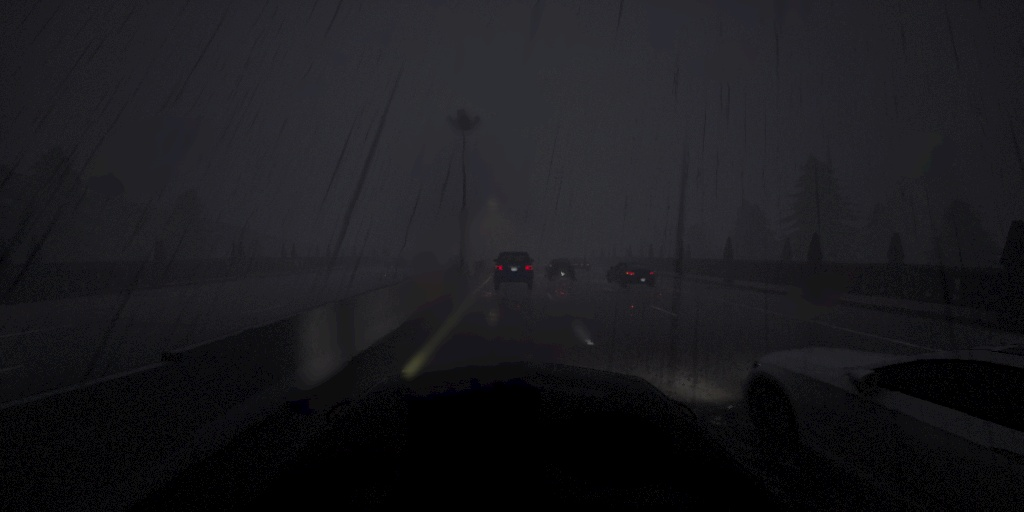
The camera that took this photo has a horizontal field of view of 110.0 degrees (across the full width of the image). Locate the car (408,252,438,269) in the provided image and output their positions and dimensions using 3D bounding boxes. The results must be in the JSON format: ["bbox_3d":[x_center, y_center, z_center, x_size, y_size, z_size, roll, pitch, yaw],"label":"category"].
[{"bbox_3d":[-10.575,0.498,43.888,2.150,2.045,5.566,0,1,0],"label":"car"}]

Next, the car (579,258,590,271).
[{"bbox_3d":[7.106,0.886,38.871,2.033,1.411,5.357,0,1,0],"label":"car"}]

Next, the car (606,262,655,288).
[{"bbox_3d":[7.104,1.064,21.722,1.812,1.442,4.674,0,1,0],"label":"car"}]

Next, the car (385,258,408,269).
[{"bbox_3d":[-14.071,0.876,44.222,1.895,1.301,4.718,0,1,0],"label":"car"}]

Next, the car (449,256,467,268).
[{"bbox_3d":[-7.052,0.776,47.578,1.812,1.442,4.674,0,0,0],"label":"car"}]

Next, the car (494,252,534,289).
[{"bbox_3d":[0.104,0.764,21.363,2.150,2.045,5.566,0,1,0],"label":"car"}]

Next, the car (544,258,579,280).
[{"bbox_3d":[3.604,0.976,27.464,1.837,1.490,4.892,0,0,0],"label":"car"}]

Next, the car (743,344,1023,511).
[{"bbox_3d":[3.600,1.278,2.214,1.812,1.442,4.674,0,0,0],"label":"car"}]
